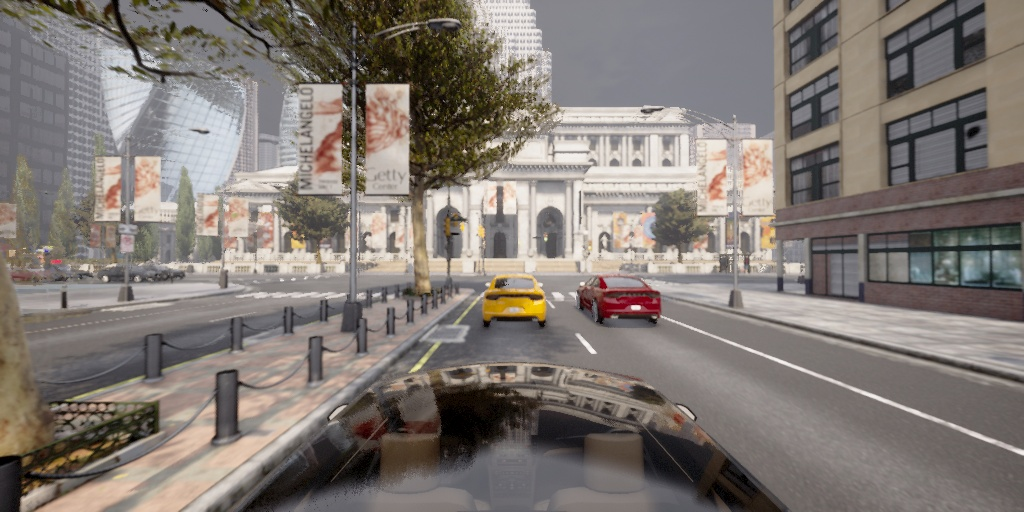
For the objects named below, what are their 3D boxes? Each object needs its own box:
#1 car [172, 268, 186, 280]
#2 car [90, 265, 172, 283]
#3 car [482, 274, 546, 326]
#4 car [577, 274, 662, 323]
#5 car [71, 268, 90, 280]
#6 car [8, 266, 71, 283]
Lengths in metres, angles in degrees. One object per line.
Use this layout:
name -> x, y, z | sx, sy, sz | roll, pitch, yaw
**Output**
car -> -35.464, 1.640, 35.745 | 5.008, 1.535, 1.882 | 0, -1, 0
car -> -34.168, 1.625, 32.246 | 4.892, 1.490, 1.837 | 0, -1, 0
car -> 0.077, 1.357, 12.369 | 1.882, 1.535, 5.008 | 0, -1, 0
car -> 3.585, 1.363, 12.810 | 1.882, 1.535, 5.008 | 0, -1, 0
car -> -45.288, 1.709, 35.710 | 5.357, 1.411, 2.033 | 0, -1, 0
car -> -43.367, 1.645, 32.216 | 4.674, 1.442, 1.812 | 0, -1, -1
